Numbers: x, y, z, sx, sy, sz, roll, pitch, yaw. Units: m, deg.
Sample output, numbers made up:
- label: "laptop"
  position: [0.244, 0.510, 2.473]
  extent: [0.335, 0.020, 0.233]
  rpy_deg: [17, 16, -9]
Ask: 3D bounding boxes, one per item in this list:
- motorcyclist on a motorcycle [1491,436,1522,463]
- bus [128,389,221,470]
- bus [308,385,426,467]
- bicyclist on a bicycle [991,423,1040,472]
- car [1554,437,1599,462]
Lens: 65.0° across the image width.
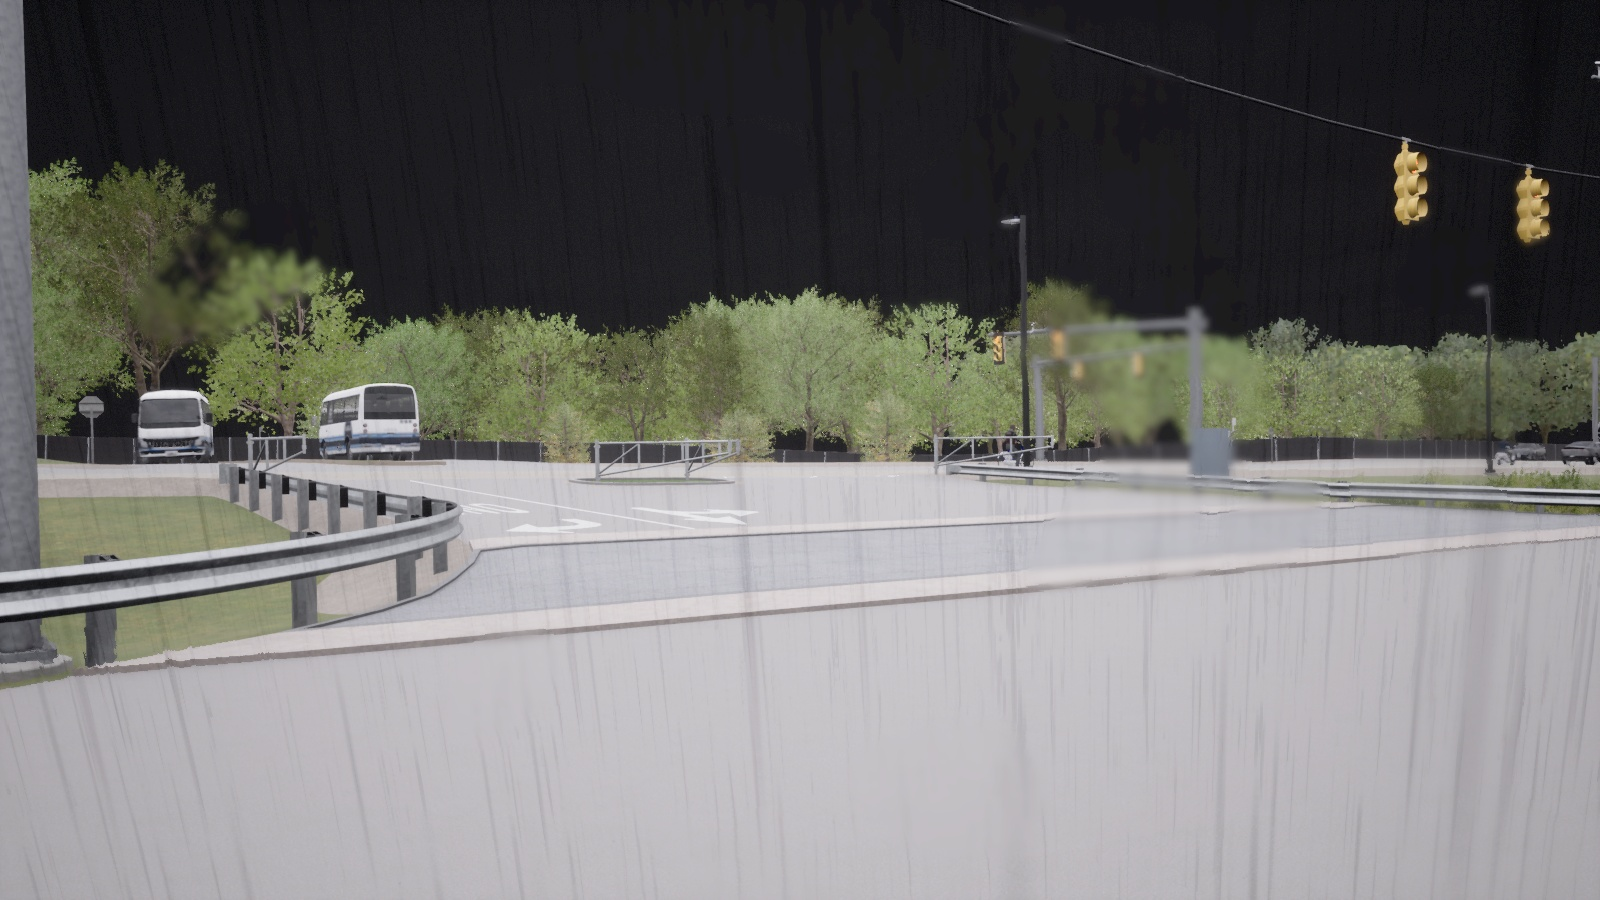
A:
- label: "motorcyclist on a motorcycle"
  position: [41.230, -0.032, 73.248]
  extent: [1.817, 1.590, 0.866]
  rpy_deg: [0, 0, -34]
- label: "bus"
  position: [-36.085, -1.086, 72.816]
  extent: [3.944, 4.253, 10.273]
  rpy_deg: [-3, 1, -23]
- label: "bus"
  position: [-25.138, -1.282, 72.466]
  extent: [3.944, 4.253, 10.273]
  rpy_deg: [-2, 0, -33]
- label: "bicyclist on a bicycle"
  position: [8.009, -0.103, 46.571]
  extent: [1.843, 1.776, 0.659]
  rpy_deg: [0, 0, -34]
- label: "car"
  position: [49.806, -0.036, 79.043]
  extent: [4.902, 1.511, 2.128]
  rpy_deg: [0, 0, -34]
